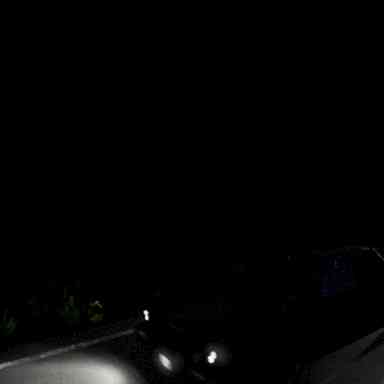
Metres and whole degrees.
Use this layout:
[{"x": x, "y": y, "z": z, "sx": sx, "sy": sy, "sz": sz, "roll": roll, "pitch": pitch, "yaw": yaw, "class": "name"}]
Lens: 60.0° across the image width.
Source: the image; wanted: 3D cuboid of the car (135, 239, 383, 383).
[{"x": 1.861, "y": 1.517, "z": 5.315, "sx": 5.357, "sy": 1.411, "sz": 2.033, "roll": 0, "pitch": 0, "yaw": -35, "class": "car"}]
